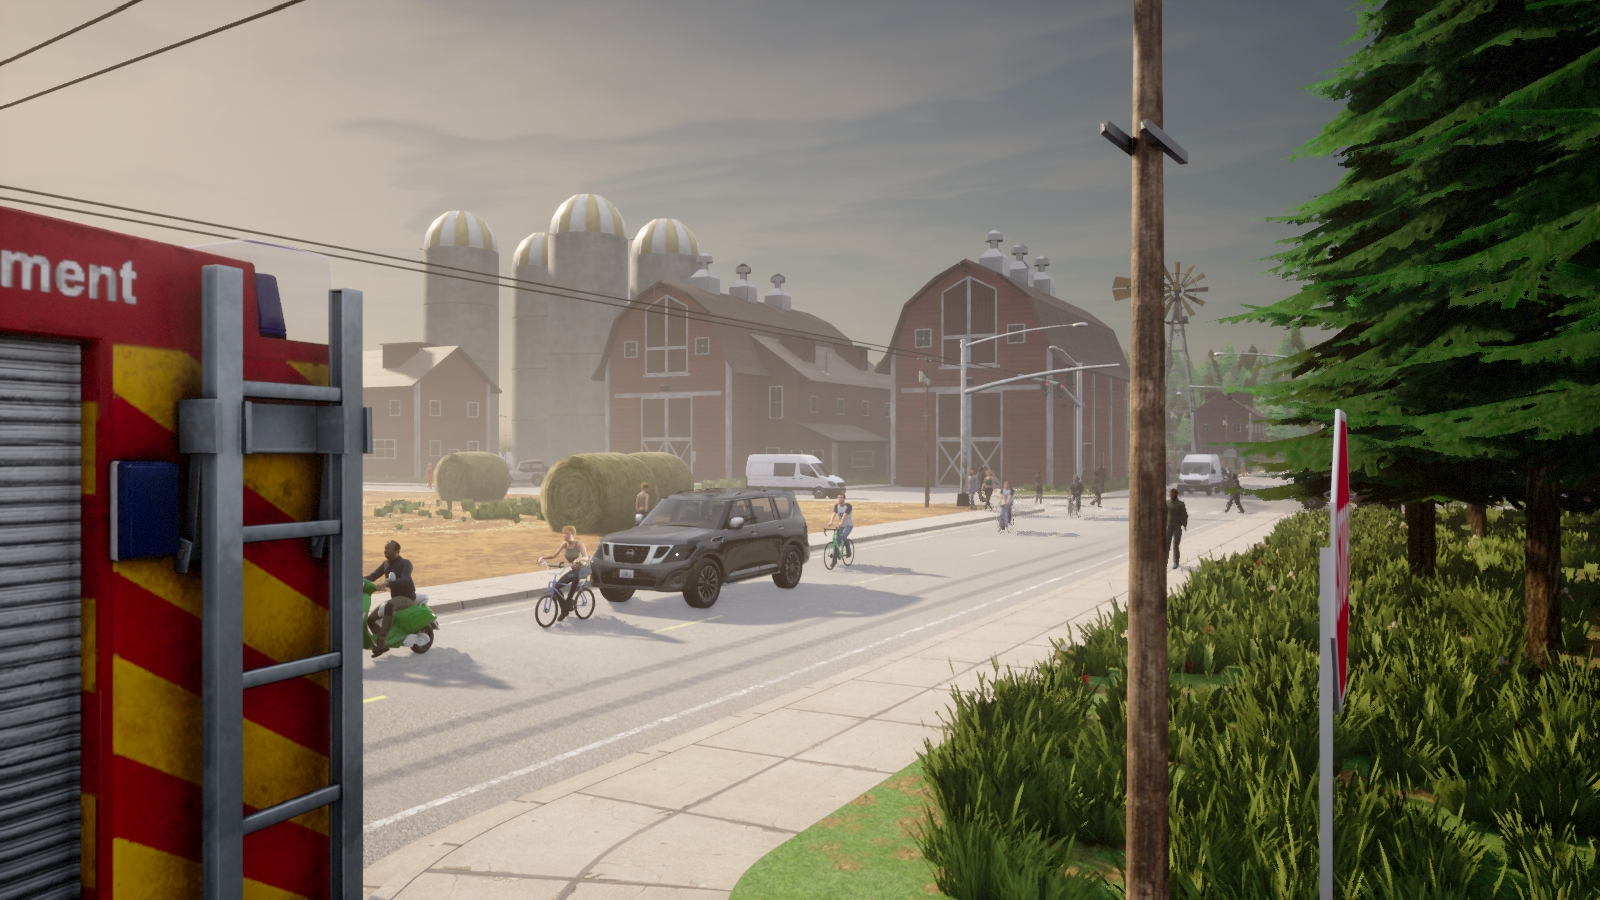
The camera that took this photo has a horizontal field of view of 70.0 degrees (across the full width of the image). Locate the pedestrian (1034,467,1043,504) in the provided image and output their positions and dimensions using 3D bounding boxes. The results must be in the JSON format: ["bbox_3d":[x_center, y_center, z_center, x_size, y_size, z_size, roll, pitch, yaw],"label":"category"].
[{"bbox_3d":[12.140,1.824,58.169,0.375,1.860,0.375,0,0,30],"label":"pedestrian"}]

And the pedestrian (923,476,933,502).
[{"bbox_3d":[6.485,1.951,57.946,0.375,1.300,0.375,0,0,28],"label":"pedestrian"}]

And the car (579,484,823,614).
[{"bbox_3d":[-1.737,1.779,22.480,2.150,2.045,5.566,0,0,27],"label":"car"}]

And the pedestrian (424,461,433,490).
[{"bbox_3d":[-24.018,1.671,73.924,0.375,1.860,0.375,0,0,28],"label":"pedestrian"}]

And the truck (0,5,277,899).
[{"bbox_3d":[-6.067,0.867,3.668,8.468,3.827,2.891,0,0,21],"label":"truck"}]

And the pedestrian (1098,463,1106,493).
[{"bbox_3d":[18.281,1.695,69.217,0.375,1.860,0.375,0,0,28],"label":"pedestrian"}]

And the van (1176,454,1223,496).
[{"bbox_3d":[25.727,1.534,73.540,1.988,2.561,5.915,0,0,28],"label":"van"}]

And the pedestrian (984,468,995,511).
[{"bbox_3d":[8.167,1.695,49.227,0.375,1.860,0.375,0,0,31],"label":"pedestrian"}]

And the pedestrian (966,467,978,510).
[{"bbox_3d":[7.578,1.696,50.203,0.375,1.860,0.375,0,0,43],"label":"pedestrian"}]

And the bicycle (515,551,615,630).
[{"bbox_3d":[-3.813,2.256,18.637,0.859,1.080,1.487,0,0,28],"label":"bicycle"}]

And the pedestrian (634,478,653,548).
[{"bbox_3d":[-4.226,1.690,30.870,0.375,1.860,0.375,0,0,34],"label":"pedestrian"}]

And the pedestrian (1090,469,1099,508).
[{"bbox_3d":[14.189,1.833,55.068,0.375,1.860,0.375,0,0,27],"label":"pedestrian"}]

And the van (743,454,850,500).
[{"bbox_3d":[-0.211,1.504,65.704,5.915,2.561,1.988,0,0,27],"label":"van"}]

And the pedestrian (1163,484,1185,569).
[{"bbox_3d":[8.337,1.696,25.492,0.375,1.860,0.375,0,0,35],"label":"pedestrian"}]

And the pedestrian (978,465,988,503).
[{"bbox_3d":[9.013,1.670,56.393,0.375,1.860,0.375,0,0,30],"label":"pedestrian"}]

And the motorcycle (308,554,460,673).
[{"bbox_3d":[-5.555,2.142,15.369,0.856,1.316,1.805,0,0,28],"label":"motorcycle"}]

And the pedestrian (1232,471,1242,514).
[{"bbox_3d":[19.157,1.848,50.114,0.375,1.860,0.375,0,0,28],"label":"pedestrian"}]
